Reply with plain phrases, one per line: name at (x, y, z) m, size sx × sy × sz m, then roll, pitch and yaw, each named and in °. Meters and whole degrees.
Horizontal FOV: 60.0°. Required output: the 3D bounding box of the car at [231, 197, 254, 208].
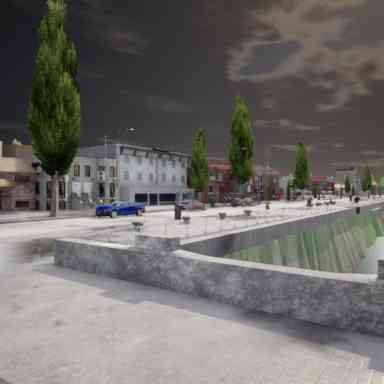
car at (7.520, 1.504, 49.429) m, size 1.837 × 1.490 × 4.892 m, roll 0°, pitch 0°, yaw 36°

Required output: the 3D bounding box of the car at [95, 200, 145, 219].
car at (-6.381, 1.476, 29.952) m, size 1.882 × 1.535 × 5.008 m, roll 0°, pitch 0°, yaw 35°

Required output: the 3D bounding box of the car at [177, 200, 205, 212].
car at (-0.218, 1.562, 38.627) m, size 1.994 × 1.385 × 4.181 m, roll 0°, pitch 0°, yaw 35°
